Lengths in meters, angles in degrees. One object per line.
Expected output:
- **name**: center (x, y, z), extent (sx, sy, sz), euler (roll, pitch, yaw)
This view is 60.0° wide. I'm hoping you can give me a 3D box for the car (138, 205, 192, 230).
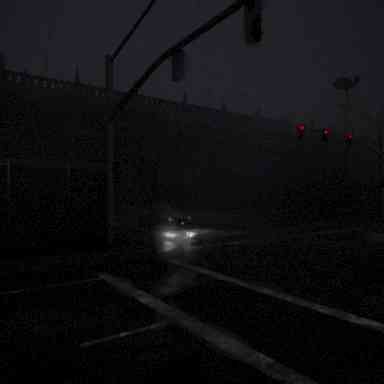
- **car**: center (-1.902, 1.582, 21.777), extent (1.812, 1.442, 4.674), euler (0, 0, -36)
